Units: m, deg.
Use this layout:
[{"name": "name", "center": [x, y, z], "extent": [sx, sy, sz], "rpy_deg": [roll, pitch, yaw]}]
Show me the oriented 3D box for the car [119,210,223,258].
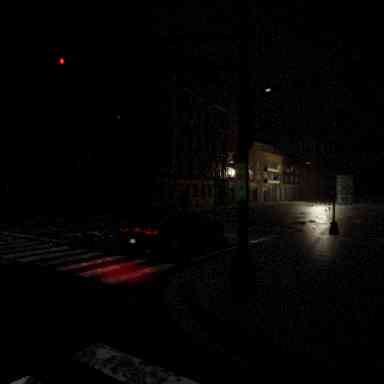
[{"name": "car", "center": [-0.563, 1.429, 12.814], "extent": [1.882, 1.535, 5.008], "rpy_deg": [0, 0, 33]}]
